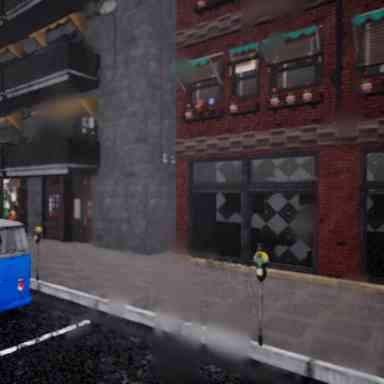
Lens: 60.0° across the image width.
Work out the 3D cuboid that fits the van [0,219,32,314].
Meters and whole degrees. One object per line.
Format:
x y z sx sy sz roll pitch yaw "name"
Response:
-4.679 1.318 6.210 3.998 1.788 1.690 0 0 35 "van"
